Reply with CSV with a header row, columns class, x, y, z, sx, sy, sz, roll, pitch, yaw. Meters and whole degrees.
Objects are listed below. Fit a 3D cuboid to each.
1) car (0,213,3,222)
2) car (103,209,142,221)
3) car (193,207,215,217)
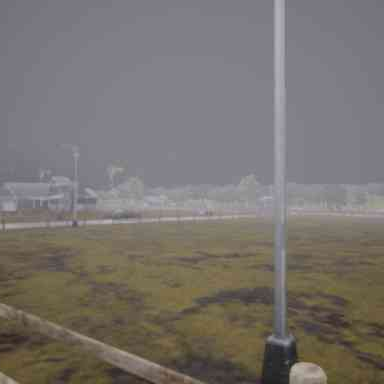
class,x,y,z,sx,sy,sz,roll,pitch,yaw
car,-19.078,2.150,28.642,1.882,1.535,5.008,0,-2,34
car,-8.891,2.929,43.061,2.033,1.411,5.357,0,-3,35
car,2.122,3.569,58.396,2.097,1.767,4.553,0,-3,35
